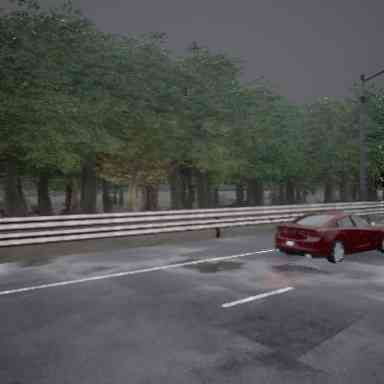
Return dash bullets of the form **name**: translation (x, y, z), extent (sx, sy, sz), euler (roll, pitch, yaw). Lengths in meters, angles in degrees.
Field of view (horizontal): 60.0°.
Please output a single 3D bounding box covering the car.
- **car**: translation (5.024, 1.404, 11.578), extent (5.008, 1.535, 1.882), euler (-1, 0, -35)
